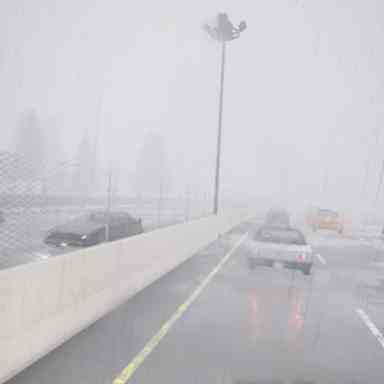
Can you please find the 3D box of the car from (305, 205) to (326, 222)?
[{"bbox_3d":[14.576,2.460,39.288,2.097,1.767,4.553,3,-1,21],"label":"car"}]

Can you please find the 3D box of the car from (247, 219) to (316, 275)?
[{"bbox_3d":[3.049,1.864,11.689,1.895,1.301,4.718,3,-1,14],"label":"car"}]

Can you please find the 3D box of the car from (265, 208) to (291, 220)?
[{"bbox_3d":[7.400,2.144,28.696,1.837,1.490,4.892,3,-1,15],"label":"car"}]

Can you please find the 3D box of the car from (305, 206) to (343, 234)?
[{"bbox_3d":[10.268,2.117,25.805,2.097,1.767,4.553,3,-1,15],"label":"car"}]

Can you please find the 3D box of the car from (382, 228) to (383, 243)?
[{"bbox_3d":[11.770,2.123,17.583,2.097,1.767,4.553,3,-1,14],"label":"car"}]
